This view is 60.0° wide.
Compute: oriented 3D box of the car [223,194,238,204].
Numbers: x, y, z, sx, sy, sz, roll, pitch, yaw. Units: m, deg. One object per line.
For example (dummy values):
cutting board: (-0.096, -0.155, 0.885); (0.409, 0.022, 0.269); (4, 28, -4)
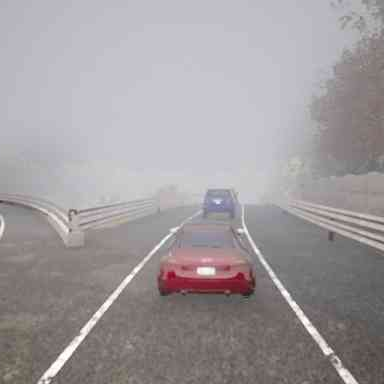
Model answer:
car: (5.640, 1.020, 48.157); (2.033, 1.411, 5.357); (0, -1, 9)

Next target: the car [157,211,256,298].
car: (0.365, 1.394, 8.185); (1.994, 1.385, 4.181); (0, 1, 3)

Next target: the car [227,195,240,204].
car: (6.990, 1.303, 56.185); (1.895, 1.301, 4.718); (0, -2, 10)

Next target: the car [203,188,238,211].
car: (2.056, 0.726, 24.242); (2.150, 2.045, 5.566); (0, 1, 8)
